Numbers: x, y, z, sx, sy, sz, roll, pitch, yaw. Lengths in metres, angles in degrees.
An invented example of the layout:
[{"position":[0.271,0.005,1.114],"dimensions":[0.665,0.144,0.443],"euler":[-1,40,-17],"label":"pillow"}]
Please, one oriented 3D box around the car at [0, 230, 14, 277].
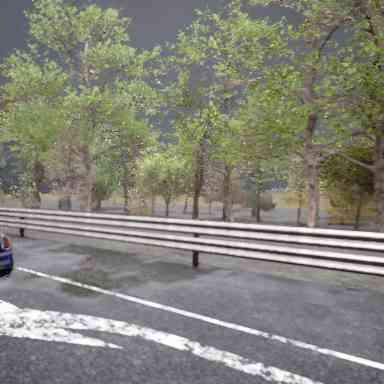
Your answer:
[{"position":[-6.726,1.293,8.783],"dimensions":[4.553,1.767,2.097],"euler":[0,0,36],"label":"car"}]
